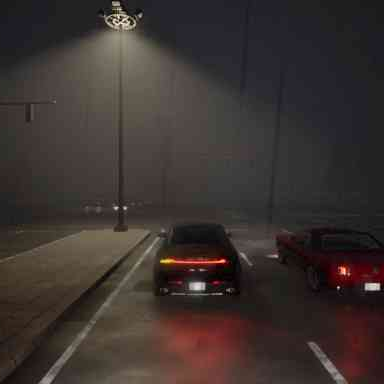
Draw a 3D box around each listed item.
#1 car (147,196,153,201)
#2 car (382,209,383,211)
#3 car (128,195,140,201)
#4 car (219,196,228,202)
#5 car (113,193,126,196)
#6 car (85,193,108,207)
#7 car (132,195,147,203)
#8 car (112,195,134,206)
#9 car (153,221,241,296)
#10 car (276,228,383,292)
[{"bbox_3d":[-10.955,1.591,82.869,1.895,1.301,4.718,0,0,1],"label":"car"},{"bbox_3d":[21.049,1.601,31.931,4.718,1.301,1.895,0,0,1],"label":"car"},{"bbox_3d":[-14.447,1.536,83.433,2.033,1.411,5.357,0,0,1],"label":"car"},{"bbox_3d":[7.502,1.552,78.919,1.994,1.385,4.181,0,0,1],"label":"car"},{"bbox_3d":[-14.575,1.224,67.478,2.150,2.045,5.566,0,0,0],"label":"car"},{"bbox_3d":[-14.766,1.221,51.848,2.150,2.045,5.566,0,0,0],"label":"car"},{"bbox_3d":[-11.068,1.501,68.556,1.837,1.490,4.892,0,0,0],"label":"car"},{"bbox_3d":[-11.250,1.601,54.146,1.895,1.301,4.718,0,0,0],"label":"car"},{"bbox_3d":[0.126,1.505,8.603,1.837,1.490,4.892,0,0,1],"label":"car"},{"bbox_3d":[3.629,1.601,8.848,1.895,1.301,4.718,0,0,1],"label":"car"}]
